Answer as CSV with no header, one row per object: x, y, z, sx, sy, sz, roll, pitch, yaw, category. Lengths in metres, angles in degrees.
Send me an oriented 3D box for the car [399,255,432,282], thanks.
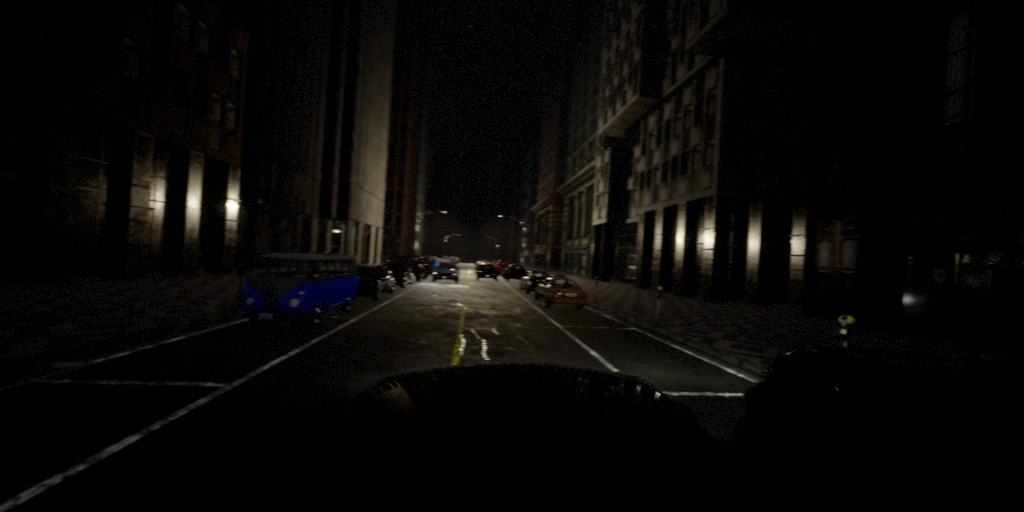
-7.608,0.832,26.850,2.192,1.841,5.009,0,0,-6,car

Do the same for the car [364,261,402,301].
-6.348,1.057,15.648,1.948,1.339,4.313,0,0,-6,car

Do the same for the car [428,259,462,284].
-4.908,1.209,27.118,1.812,1.442,4.674,4,-1,-6,car

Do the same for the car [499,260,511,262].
-1.043,1.398,44.614,2.192,1.841,5.009,0,0,-6,car

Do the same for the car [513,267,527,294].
1.476,1.580,22.210,2.007,1.370,4.403,0,0,-6,car

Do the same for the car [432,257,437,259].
-8.238,1.076,32.452,1.888,1.381,4.507,0,0,-6,car

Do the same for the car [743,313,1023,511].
3.542,1.180,1.110,2.150,2.045,5.566,3,-1,-6,car

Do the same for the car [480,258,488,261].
-3.542,1.407,43.037,2.128,1.511,4.902,4,0,-6,car

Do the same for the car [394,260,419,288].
-6.978,1.070,21.249,1.948,1.339,4.313,0,0,-6,car

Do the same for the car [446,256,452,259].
-10.757,1.024,54.858,1.967,1.591,4.097,0,0,-6,car

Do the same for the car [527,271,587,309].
2.087,1.542,16.778,1.751,1.417,4.829,0,0,-6,car

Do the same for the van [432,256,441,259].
-8.868,0.885,38.054,1.690,1.789,3.998,0,0,-6,van

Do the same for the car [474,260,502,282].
-2.243,1.415,31.740,1.812,1.442,4.674,4,0,-6,car

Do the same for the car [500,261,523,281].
0.217,1.496,33.411,1.967,1.591,4.097,0,0,-6,car

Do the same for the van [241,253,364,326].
-5.719,0.819,10.046,1.690,1.789,3.998,0,0,-6,van

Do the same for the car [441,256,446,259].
-9.497,0.998,43.655,1.967,1.591,4.097,0,0,-6,car
